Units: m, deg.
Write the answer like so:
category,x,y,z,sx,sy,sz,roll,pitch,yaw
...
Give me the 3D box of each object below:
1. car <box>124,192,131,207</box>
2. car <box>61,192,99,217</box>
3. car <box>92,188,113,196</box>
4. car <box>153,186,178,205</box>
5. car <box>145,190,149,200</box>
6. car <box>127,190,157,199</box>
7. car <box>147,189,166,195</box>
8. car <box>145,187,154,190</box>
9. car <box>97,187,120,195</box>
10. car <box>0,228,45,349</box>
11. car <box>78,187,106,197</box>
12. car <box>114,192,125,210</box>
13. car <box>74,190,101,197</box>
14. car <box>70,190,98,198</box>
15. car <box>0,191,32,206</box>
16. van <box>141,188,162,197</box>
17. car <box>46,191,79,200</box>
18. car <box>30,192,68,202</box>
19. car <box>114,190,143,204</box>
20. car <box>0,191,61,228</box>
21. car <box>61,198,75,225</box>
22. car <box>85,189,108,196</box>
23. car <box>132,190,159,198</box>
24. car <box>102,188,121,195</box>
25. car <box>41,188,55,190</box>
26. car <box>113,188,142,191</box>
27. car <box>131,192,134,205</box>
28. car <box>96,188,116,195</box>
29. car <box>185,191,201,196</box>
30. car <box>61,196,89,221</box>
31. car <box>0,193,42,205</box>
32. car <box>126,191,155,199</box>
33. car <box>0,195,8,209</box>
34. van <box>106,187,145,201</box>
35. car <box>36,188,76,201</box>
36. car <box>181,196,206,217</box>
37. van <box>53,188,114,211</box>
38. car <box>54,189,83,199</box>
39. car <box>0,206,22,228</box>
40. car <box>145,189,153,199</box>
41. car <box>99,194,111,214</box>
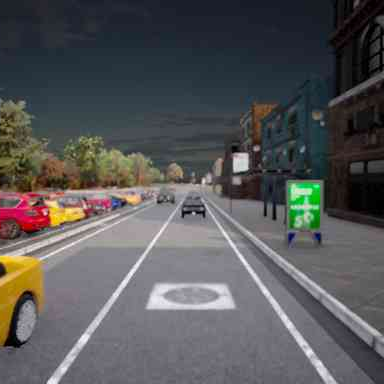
category,x,y,z,sx,sy,sz,roll,pitch,yaw
car,-9.455,1.022,35.325,5.008,1.535,2.097,0,1,0
car,-9.521,1.096,24.066,4.553,1.767,2.185,0,1,0
car,-22.188,-0.017,82.610,4.553,1.767,2.185,0,1,0
car,-3.274,0.584,43.076,2.150,2.045,5.566,0,1,0
car,-9.318,0.795,49.240,4.792,1.488,2.163,0,1,0
car,-9.420,0.494,63.155,5.366,1.575,1.946,0,1,0
car,-9.083,0.084,85.415,4.792,1.488,2.163,0,1,0
car,-9.248,0.481,57.584,4.553,1.767,2.185,0,1,0
car,-22.139,-0.256,88.301,5.566,2.045,2.435,0,1,0
car,-3.346,1.460,3.408,1.882,1.535,5.008,0,0,0
car,-22.253,0.024,74.255,5.566,2.045,2.435,0,1,0
car,-9.489,1.071,32.542,5.008,1.535,2.097,0,1,0
car,-22.433,0.327,71.477,5.366,1.575,1.946,0,1,0
car,-22.274,0.383,68.817,5.008,1.535,2.097,0,1,0
car,-22.464,0.791,40.969,4.553,1.767,2.185,0,1,0
van,-9.029,0.053,74.154,4.442,1.987,1.878,0,1,0
car,-22.366,0.604,57.678,4.892,1.521,2.231,0,1,0
car,-22.409,0.709,52.109,5.008,1.535,2.097,0,1,0
car,-9.230,0.918,40.890,5.366,1.575,1.946,0,1,0
car,-9.647,1.113,15.842,5.566,2.045,2.435,0,1,0
car,-9.591,1.316,18.628,5.008,1.535,2.097,0,1,0
car,-22.169,0.091,77.166,4.553,1.767,2.185,0,1,0
car,-9.205,0.444,65.936,4.892,1.521,2.231,0,1,0
car,-22.057,-0.186,91.088,4.553,1.767,2.185,0,1,0
car,-22.395,0.636,49.322,4.553,1.767,2.185,0,1,0
car,-9.362,0.744,43.671,4.553,1.767,2.185,0,1,0
car,-9.441,1.012,38.109,4.674,1.452,2.002,0,1,0
car,-22.165,-0.073,85.394,4.553,1.767,2.185,0,1,0
car,0.167,0.705,43.627,2.097,1.767,4.553,0,1,0
car,-9.759,1.265,21.413,5.366,1.575,1.946,0,1,0
car,-22.475,0.905,43.757,4.674,1.452,2.002,0,1,0
car,-9.263,0.553,60.371,4.892,1.521,2.231,0,1,0
car,-22.569,1.048,35.402,4.792,1.488,2.163,0,1,1
van,-9.253,0.593,46.389,4.442,1.987,1.878,0,1,0
car,-22.354,0.404,54.890,5.566,2.045,2.435,0,1,0
car,0.120,1.255,26.792,1.895,1.301,4.718,0,1,0
van,-9.623,0.895,29.757,4.442,1.987,1.878,0,1,0
car,-22.368,0.422,60.461,4.553,1.767,2.185,0,1,0
car,-9.639,1.453,13.064,4.674,1.452,2.002,0,1,0
car,-9.305,0.700,54.806,4.674,1.452,2.002,0,1,0
car,-9.535,1.172,26.976,4.892,1.521,2.231,0,1,0
